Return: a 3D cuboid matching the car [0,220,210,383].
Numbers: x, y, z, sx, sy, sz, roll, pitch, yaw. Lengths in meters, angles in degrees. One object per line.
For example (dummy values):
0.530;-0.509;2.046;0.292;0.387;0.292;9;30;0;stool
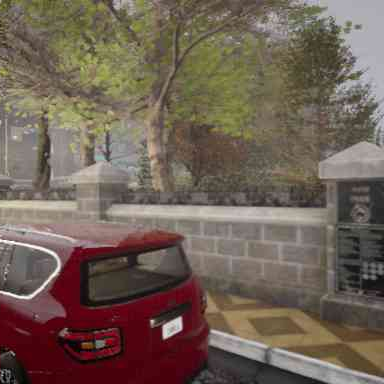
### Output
-2.122;1.303;4.400;5.009;1.841;2.192;0;-1;35;car
